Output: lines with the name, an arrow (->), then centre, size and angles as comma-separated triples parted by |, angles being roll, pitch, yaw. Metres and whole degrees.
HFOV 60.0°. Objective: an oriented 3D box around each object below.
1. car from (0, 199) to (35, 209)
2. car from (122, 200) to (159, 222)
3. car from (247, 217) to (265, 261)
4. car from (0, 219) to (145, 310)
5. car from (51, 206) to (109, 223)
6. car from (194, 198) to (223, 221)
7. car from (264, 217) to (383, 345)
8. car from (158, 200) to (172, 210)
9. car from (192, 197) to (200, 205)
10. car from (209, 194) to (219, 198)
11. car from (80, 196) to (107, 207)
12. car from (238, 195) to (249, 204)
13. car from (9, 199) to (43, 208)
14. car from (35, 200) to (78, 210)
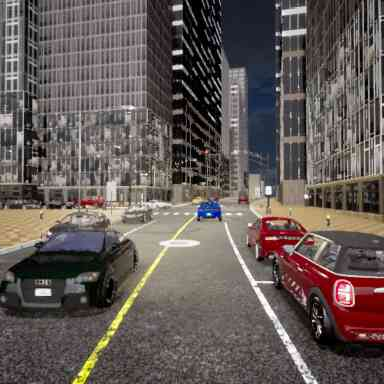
car -> -22.401, 1.653, 43.229 | 4.403, 1.369, 2.008 | 0, -1, 13
car -> -4.130, 1.573, 25.678 | 2.008, 1.369, 4.403 | 1, 0, 5
car -> 3.006, 1.547, 11.979 | 1.887, 1.381, 4.507 | 1, 0, 3
car -> -2.541, 1.568, 7.802 | 1.994, 1.385, 4.181 | 0, 0, 2
car -> -4.881, 1.561, 14.887 | 2.008, 1.369, 4.403 | 1, 0, 3
car -> 1.478, 1.494, 27.147 | 1.882, 1.535, 5.008 | 0, 0, 5
car -> 2.814, 1.441, 6.340 | 1.967, 1.590, 4.097 | 1, 0, 2
car -> -5.112, 1.698, 43.907 | 4.718, 1.301, 1.895 | -1, -1, 30
car -> 1.159, 1.640, 62.540 | 1.752, 1.417, 4.829 | 1, 0, 12
car -> 5.153, 1.490, 78.779 | 2.192, 1.841, 5.009 | 1, 0, 14
car -> -15.149, 1.534, 49.612 | 5.009, 1.841, 2.192 | 0, -1, 13
car -> 10.076, 1.410, 65.095 | 2.192, 1.841, 5.009 | 1, 0, 13
car -> -26.036, 1.833, 52.189 | 4.403, 1.369, 2.008 | 0, -1, 13
car -> -16.960, 1.637, 41.939 | 4.313, 1.339, 1.947 | 0, -1, 13
